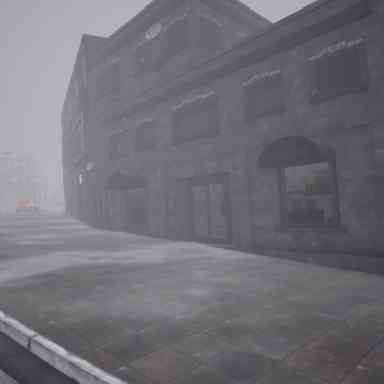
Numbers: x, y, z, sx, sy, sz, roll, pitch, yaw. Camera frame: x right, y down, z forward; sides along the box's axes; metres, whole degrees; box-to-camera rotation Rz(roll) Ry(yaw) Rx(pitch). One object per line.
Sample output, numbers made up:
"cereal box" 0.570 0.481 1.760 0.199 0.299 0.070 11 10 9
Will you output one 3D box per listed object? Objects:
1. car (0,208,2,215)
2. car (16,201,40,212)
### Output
"car" -23.900 2.050 38.550 1.837 1.490 4.892 -3 0 -6
"car" -25.090 2.117 50.936 2.097 1.767 4.553 -3 -1 -4
